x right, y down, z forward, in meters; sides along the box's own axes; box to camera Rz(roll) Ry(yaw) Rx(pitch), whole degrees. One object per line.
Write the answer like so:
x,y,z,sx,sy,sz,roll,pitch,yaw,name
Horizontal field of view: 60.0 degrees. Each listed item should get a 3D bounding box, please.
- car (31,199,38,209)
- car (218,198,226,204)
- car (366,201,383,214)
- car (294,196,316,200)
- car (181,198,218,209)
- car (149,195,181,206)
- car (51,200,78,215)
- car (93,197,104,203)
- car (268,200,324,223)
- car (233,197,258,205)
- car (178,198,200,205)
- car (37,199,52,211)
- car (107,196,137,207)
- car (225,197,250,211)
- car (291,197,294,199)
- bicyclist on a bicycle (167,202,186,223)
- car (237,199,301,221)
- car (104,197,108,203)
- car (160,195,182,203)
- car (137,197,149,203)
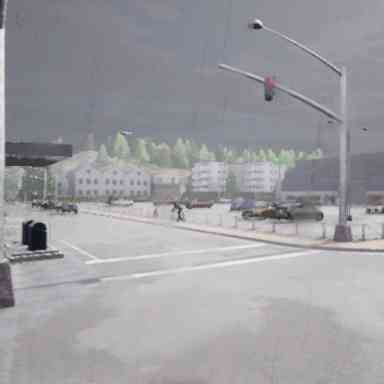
-25.668,1.964,55.540,1.837,1.490,4.892,1,-1,-33,car
7.304,2.006,74.750,3.806,1.475,1.970,1,-1,-34,car
22.479,1.863,39.549,3.806,1.475,1.970,1,-1,-34,car
20.149,1.739,56.731,4.605,1.855,1.932,1,-1,-34,car
1.198,1.820,51.813,4.514,1.523,2.007,1,-1,-34,car
-5.096,1.704,62.587,4.605,1.855,1.932,1,-1,-34,car
-14.628,1.838,38.695,1.837,1.490,4.892,1,-1,-33,car
-21.959,2.076,82.477,4.902,1.511,2.128,1,-1,-33,car
8.624,1.640,26.766,4.514,1.523,2.007,1,-1,-34,car
11.123,1.890,69.583,5.027,1.636,2.152,1,-1,-34,car
-0.595,2.034,73.903,4.514,1.523,2.007,1,-1,-34,car
-20.198,1.874,47.196,1.882,1.535,5.008,1,-1,-33,car
-12.141,1.894,57.864,3.806,1.475,1.970,1,-1,-34,car
6.689,1.779,43.464,3.633,1.501,1.845,1,-1,-34,car
18.198,1.733,58.924,3.866,1.878,1.905,1,-1,-34,car
-1.176,1.547,25.069,1.656,1.620,0.582,0,0,-33,bicyclist on a bicycle
6.846,1.650,29.351,5.027,1.636,2.152,1,-1,-34,car
-13.469,1.636,60.975,3.866,1.878,1.905,1,-1,-34,car
-5.534,1.903,89.123,5.566,2.045,2.150,1,-1,-33,car
-13.410,2.116,88.118,5.008,1.535,1.882,1,-1,-33,car
